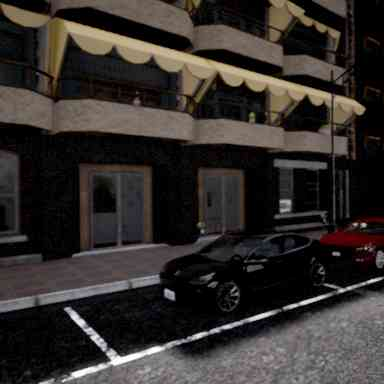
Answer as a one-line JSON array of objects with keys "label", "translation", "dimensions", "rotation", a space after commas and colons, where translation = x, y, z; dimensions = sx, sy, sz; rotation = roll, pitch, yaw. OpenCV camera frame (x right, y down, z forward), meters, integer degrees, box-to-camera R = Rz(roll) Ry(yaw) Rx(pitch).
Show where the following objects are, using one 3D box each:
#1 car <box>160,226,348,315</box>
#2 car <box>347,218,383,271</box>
[{"label": "car", "translation": [1.353, 1.556, 7.539], "dimensions": [4.313, 1.339, 1.947], "rotation": [0, -1, -36]}, {"label": "car", "translation": [5.973, 1.524, 10.838], "dimensions": [4.507, 1.381, 1.887], "rotation": [0, -1, -36]}]
